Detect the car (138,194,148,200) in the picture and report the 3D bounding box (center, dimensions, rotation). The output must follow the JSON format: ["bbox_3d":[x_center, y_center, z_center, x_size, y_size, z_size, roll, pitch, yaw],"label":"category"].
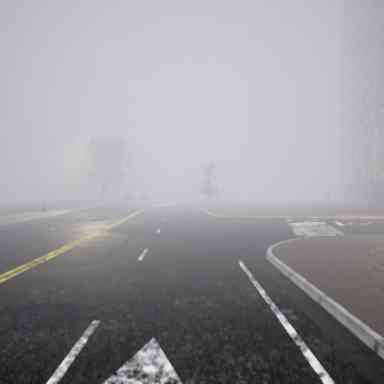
[{"bbox_3d":[-10.483,1.105,71.770,1.994,1.385,4.181,0,0,-6],"label":"car"}]

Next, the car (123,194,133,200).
[{"bbox_3d":[-13.713,1.107,71.415,1.994,1.385,4.181,0,0,-6],"label":"car"}]
